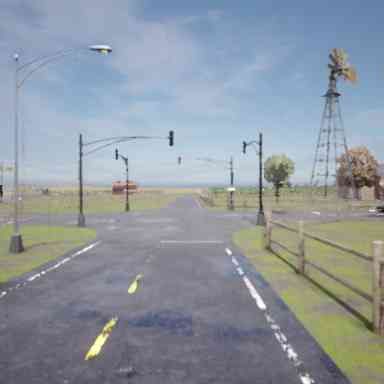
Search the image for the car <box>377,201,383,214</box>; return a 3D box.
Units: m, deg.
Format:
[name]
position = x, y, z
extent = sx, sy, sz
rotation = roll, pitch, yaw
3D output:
[car]
position = 18.413, 1.247, 28.286
extent = 4.892, 1.490, 1.837
rotation = -1, 1, 0
